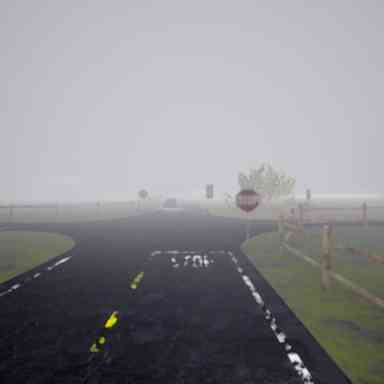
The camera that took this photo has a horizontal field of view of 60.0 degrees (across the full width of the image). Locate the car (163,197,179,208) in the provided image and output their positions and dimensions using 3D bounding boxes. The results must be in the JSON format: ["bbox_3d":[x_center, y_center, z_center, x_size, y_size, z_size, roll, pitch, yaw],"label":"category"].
[{"bbox_3d":[-2.768,1.433,44.765,1.994,1.385,4.181,0,1,0],"label":"car"}]
